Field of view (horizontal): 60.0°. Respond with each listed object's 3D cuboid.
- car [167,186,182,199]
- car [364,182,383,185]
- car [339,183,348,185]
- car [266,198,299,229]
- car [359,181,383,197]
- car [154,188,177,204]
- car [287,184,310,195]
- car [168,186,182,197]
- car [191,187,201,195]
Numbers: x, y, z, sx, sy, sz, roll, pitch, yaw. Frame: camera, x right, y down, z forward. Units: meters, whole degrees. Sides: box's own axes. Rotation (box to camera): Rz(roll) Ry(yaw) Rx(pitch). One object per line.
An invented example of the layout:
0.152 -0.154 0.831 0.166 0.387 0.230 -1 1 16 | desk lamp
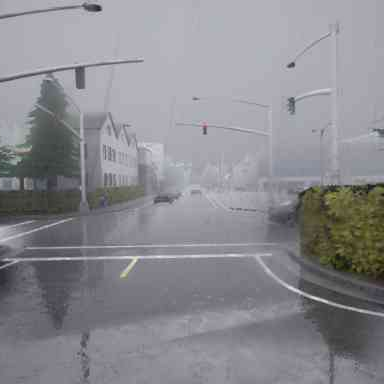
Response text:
-2.969 0.118 46.048 2.097 1.767 4.553 -1 1 1 | car
19.540 -0.105 33.518 1.905 1.878 3.866 -1 2 0 | car
26.229 -0.842 58.690 2.152 1.636 5.027 -1 2 0 | car
6.126 1.044 16.867 4.674 1.442 1.812 0 2 1 | car
22.909 -0.365 41.347 1.932 1.855 4.605 -1 2 0 | car
-3.111 0.608 37.079 1.895 1.301 4.718 -1 2 1 | car
16.078 -0.290 51.436 2.007 1.523 4.514 -1 2 0 | car
-2.830 -0.178 56.926 2.097 1.767 4.553 -1 2 1 | car
0.780 -0.181 60.713 1.812 1.442 4.674 -1 2 1 | car
